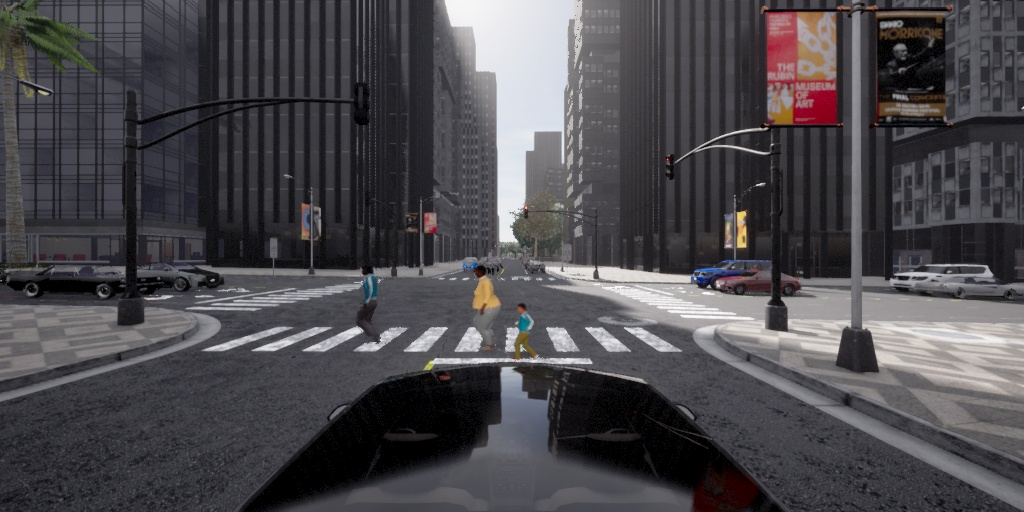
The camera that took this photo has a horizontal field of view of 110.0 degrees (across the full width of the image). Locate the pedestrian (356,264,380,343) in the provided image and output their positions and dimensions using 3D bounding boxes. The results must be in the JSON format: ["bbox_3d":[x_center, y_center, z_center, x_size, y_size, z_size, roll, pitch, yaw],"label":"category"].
[{"bbox_3d":[-3.209,1.044,8.083,0.375,1.860,0.375,0,0,0],"label":"pedestrian"}]

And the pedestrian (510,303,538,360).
[{"bbox_3d":[0.262,1.424,6.755,0.500,1.100,0.500,0,0,0],"label":"pedestrian"}]

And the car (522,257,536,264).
[{"bbox_3d":[3.160,1.077,58.322,2.192,1.841,5.009,0,0,1],"label":"car"}]

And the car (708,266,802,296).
[{"bbox_3d":[14.846,1.579,21.713,4.674,1.442,1.812,1,0,0],"label":"car"}]

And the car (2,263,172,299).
[{"bbox_3d":[-17.759,1.053,15.148,4.718,1.301,1.895,1,0,0],"label":"car"}]

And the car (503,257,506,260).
[{"bbox_3d":[-2.613,1.270,63.793,1.837,1.490,4.892,0,0,1],"label":"car"}]

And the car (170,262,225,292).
[{"bbox_3d":[-17.345,1.030,18.398,4.181,1.385,1.994,1,0,0],"label":"car"}]

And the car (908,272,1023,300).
[{"bbox_3d":[27.483,1.891,21.658,4.718,1.301,1.895,1,0,0],"label":"car"}]

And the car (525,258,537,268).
[{"bbox_3d":[3.050,1.284,47.467,1.751,1.417,4.829,0,0,1],"label":"car"}]

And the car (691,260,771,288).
[{"bbox_3d":[15.533,1.293,24.954,5.566,2.045,2.150,1,0,0],"label":"car"}]

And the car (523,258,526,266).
[{"bbox_3d":[3.104,1.311,52.809,2.007,1.370,4.403,0,0,1],"label":"car"}]

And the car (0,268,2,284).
[{"bbox_3d":[-28.773,0.829,18.445,4.181,1.385,1.994,1,0,0],"label":"car"}]

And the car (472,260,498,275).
[{"bbox_3d":[-2.890,1.357,39.000,1.895,1.301,4.718,0,0,1],"label":"car"}]

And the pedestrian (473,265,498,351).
[{"bbox_3d":[-0.550,1.044,7.475,0.375,1.860,0.375,0,0,0],"label":"pedestrian"}]

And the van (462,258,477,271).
[{"bbox_3d":[-5.476,1.099,47.380,1.690,1.789,3.998,0,0,1],"label":"van"}]

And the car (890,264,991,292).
[{"bbox_3d":[29.844,1.562,24.899,5.566,2.045,2.150,1,0,0],"label":"car"}]

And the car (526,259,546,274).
[{"bbox_3d":[2.993,1.307,41.784,2.007,1.370,4.403,0,0,1],"label":"car"}]

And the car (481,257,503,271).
[{"bbox_3d":[-2.783,1.111,49.318,2.097,1.767,4.553,0,0,1],"label":"car"}]
